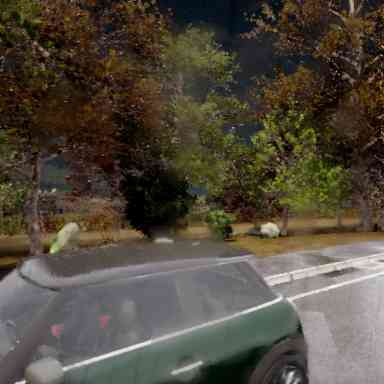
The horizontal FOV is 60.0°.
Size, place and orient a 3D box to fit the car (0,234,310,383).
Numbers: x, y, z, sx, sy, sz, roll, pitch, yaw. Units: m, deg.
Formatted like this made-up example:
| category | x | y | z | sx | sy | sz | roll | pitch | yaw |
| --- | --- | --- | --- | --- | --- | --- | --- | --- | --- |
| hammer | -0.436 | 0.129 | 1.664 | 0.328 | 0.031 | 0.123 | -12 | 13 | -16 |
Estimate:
| category | x | y | z | sx | sy | sz | roll | pitch | yaw |
| --- | --- | --- | --- | --- | --- | --- | --- | --- | --- |
| car | -1.047 | 1.354 | 2.937 | 4.553 | 1.767 | 2.097 | 0 | 0 | -36 |
